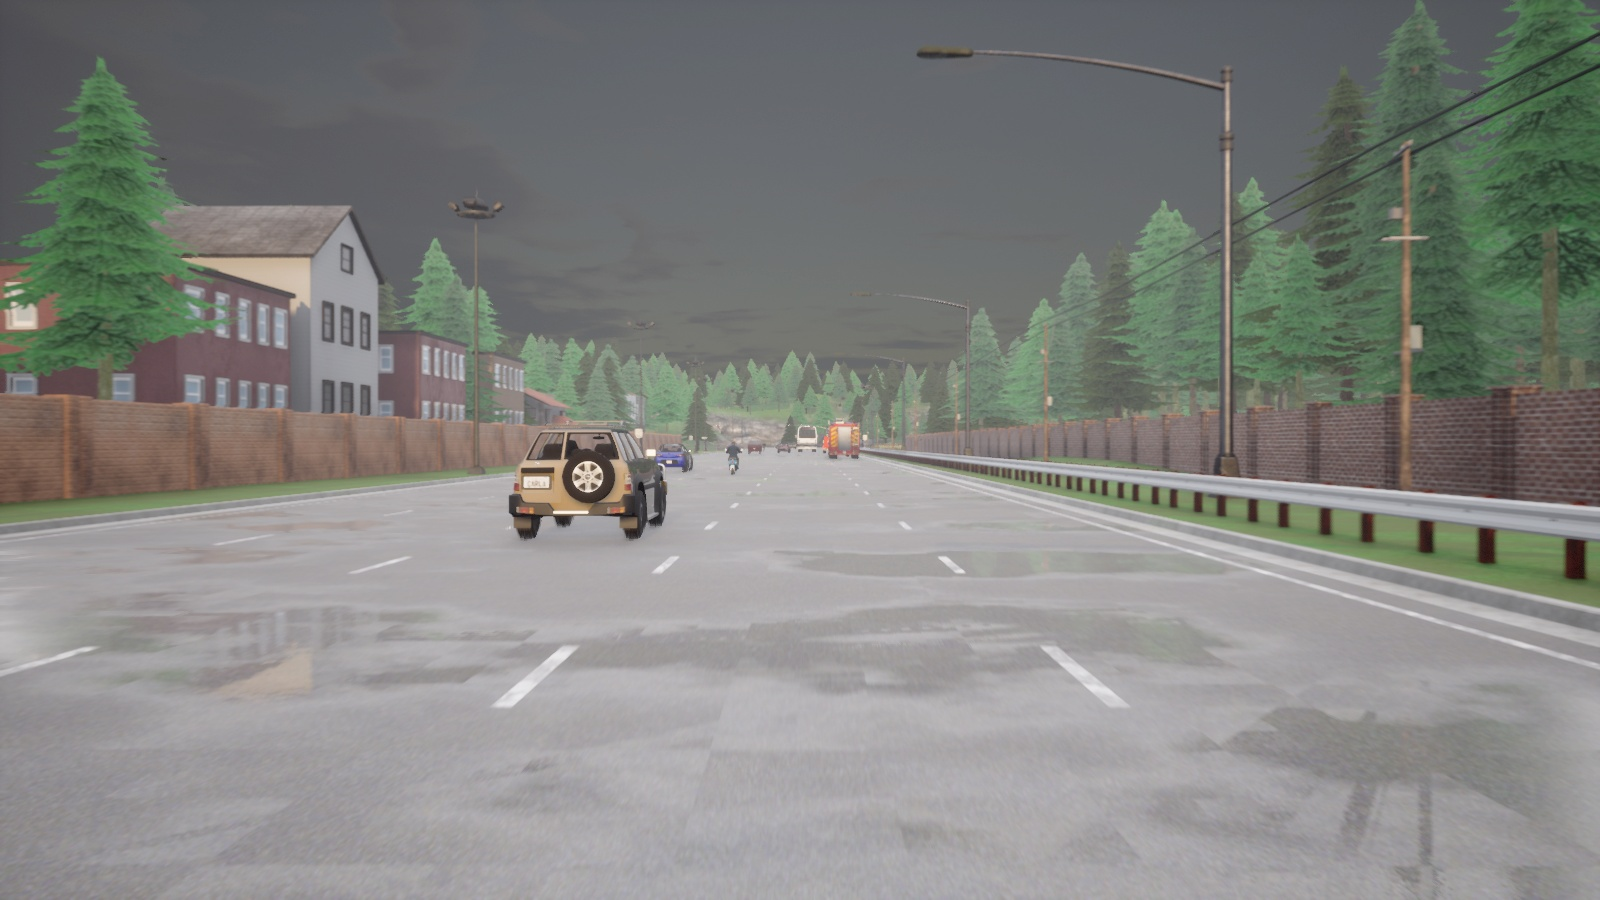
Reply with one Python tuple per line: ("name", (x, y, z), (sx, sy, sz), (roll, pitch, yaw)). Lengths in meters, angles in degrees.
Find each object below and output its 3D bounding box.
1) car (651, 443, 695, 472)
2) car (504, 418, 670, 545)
("car", (-6.612, 0.389, 65.694), (1.816, 1.474, 4.193), (0, 0, 0))
("car", (-3.367, 0.445, 20.714), (1.932, 1.855, 4.605), (0, 0, 0))
